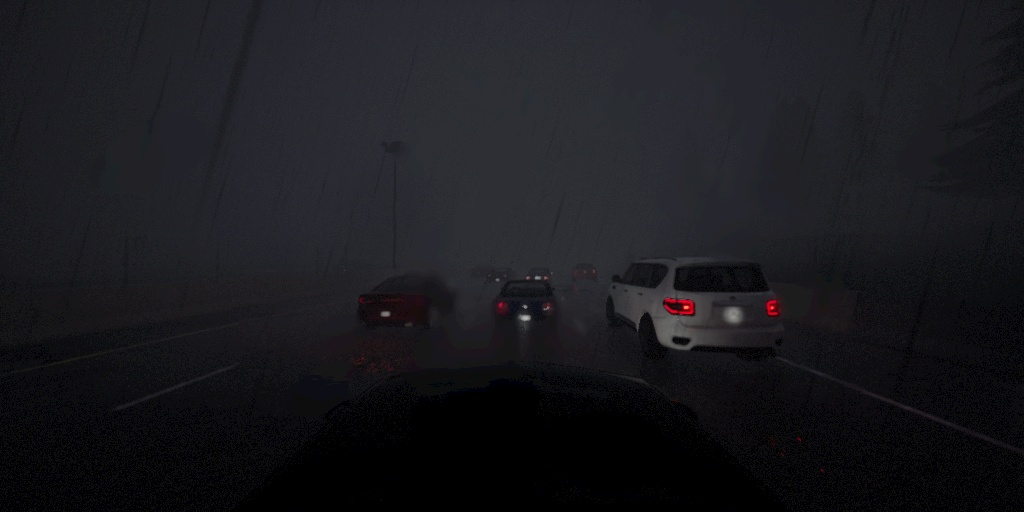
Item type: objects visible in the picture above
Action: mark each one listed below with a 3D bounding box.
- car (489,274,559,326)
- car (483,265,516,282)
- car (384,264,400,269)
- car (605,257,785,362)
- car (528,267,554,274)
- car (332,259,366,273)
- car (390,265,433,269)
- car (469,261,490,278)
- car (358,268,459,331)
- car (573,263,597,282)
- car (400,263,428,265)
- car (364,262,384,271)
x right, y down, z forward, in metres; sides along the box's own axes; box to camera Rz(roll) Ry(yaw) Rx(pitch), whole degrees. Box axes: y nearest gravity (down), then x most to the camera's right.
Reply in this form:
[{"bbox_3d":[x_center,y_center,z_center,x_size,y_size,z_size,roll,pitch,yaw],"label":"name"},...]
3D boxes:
[{"bbox_3d":[0.533,1.459,12.214,1.895,1.301,4.718,0,-1,4],"label":"car"},{"bbox_3d":[-0.797,1.649,31.089,1.895,1.301,4.718,0,-1,9],"label":"car"},{"bbox_3d":[-15.091,1.738,49.162,1.812,1.442,4.674,0,-1,14],"label":"car"},{"bbox_3d":[3.806,1.050,8.621,2.150,2.045,5.566,0,0,3],"label":"car"},{"bbox_3d":[2.081,1.557,26.876,2.033,1.411,5.357,0,-1,8],"label":"car"},{"bbox_3d":[-22.233,1.427,49.503,2.150,2.045,5.566,0,-1,14],"label":"car"},{"bbox_3d":[-5.557,1.478,22.371,1.812,1.442,4.674,0,0,7],"label":"car"},{"bbox_3d":[-2.912,1.601,38.832,1.882,1.535,5.008,0,0,12],"label":"car"},{"bbox_3d":[-3.023,1.323,11.470,1.882,1.535,5.008,0,0,4],"label":"car"},{"bbox_3d":[6.719,1.432,33.312,2.097,1.767,4.553,0,-1,10],"label":"car"},{"bbox_3d":[-12.080,1.670,46.778,1.882,1.535,5.008,0,-1,14],"label":"car"},{"bbox_3d":[-18.356,1.786,50.513,1.994,1.385,4.181,0,-1,14],"label":"car"}]
